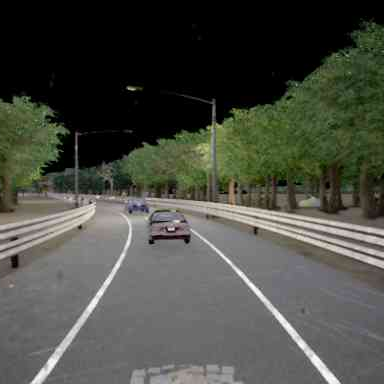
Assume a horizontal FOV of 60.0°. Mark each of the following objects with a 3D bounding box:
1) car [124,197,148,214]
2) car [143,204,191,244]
[{"bbox_3d":[-6.093,1.360,36.124,2.097,1.767,4.553,0,0,-18],"label":"car"},{"bbox_3d":[-1.216,1.552,16.023,2.033,1.411,5.357,0,0,-8],"label":"car"}]
